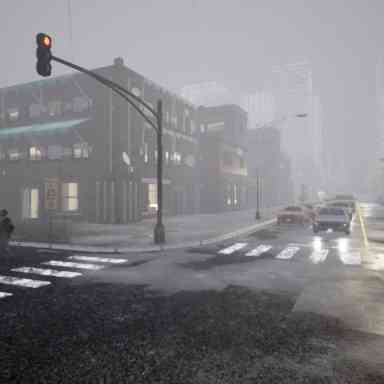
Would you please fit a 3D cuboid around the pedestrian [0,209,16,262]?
[{"bbox_3d":[-6.288,1.429,11.159,0.375,1.860,0.375,0,1,26],"label":"pedestrian"}]

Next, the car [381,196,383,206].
[{"bbox_3d":[26.908,1.587,44.320,2.008,1.369,4.403,0,0,26],"label":"car"}]

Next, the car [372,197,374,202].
[{"bbox_3d":[39.149,1.612,69.275,1.752,1.417,4.829,0,0,26],"label":"car"}]

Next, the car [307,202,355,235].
[{"bbox_3d":[8.215,1.554,19.338,2.033,1.411,5.357,0,0,26],"label":"car"}]

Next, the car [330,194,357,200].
[{"bbox_3d":[17.126,1.245,37.298,2.150,2.045,5.566,0,0,26],"label":"car"}]

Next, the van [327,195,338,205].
[{"bbox_3d":[26.684,1.404,62.892,1.690,1.788,3.998,0,0,26],"label":"van"}]

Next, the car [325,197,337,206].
[{"bbox_3d":[24.175,1.578,57.778,1.752,1.417,4.829,0,0,26],"label":"car"}]

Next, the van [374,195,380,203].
[{"bbox_3d":[36.641,1.415,64.163,1.690,1.788,3.998,0,0,26],"label":"van"}]

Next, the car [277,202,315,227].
[{"bbox_3d":[7.141,1.553,23.248,1.887,1.381,4.507,0,0,26],"label":"car"}]

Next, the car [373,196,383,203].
[{"bbox_3d":[41.507,1.680,74.083,1.802,1.307,4.206,0,0,26],"label":"car"}]

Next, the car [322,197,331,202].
[{"bbox_3d":[14.443,1.548,37.936,1.752,1.417,4.829,0,0,26],"label":"car"}]

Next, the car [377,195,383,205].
[{"bbox_3d":[31.774,1.636,54.240,1.802,1.307,4.206,0,0,26],"label":"car"}]

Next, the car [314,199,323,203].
[{"bbox_3d":[9.651,1.579,28.167,1.947,1.339,4.313,0,0,26],"label":"car"}]

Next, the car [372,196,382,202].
[{"bbox_3d":[43.941,1.675,79.045,1.947,1.339,4.313,0,0,26],"label":"car"}]

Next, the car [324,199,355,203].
[{"bbox_3d":[12.395,1.540,27.807,1.812,1.442,4.674,0,0,26],"label":"car"}]
